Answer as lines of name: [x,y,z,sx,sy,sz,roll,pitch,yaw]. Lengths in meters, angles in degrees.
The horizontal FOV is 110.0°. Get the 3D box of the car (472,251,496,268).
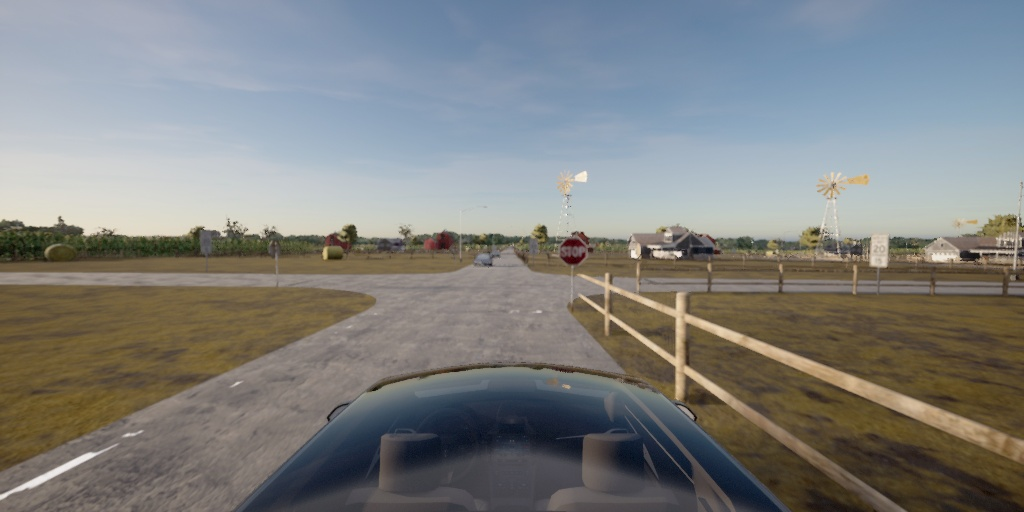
car: [-3.012,0.483,38.150,1.812,1.442,4.674,0,2,0]
